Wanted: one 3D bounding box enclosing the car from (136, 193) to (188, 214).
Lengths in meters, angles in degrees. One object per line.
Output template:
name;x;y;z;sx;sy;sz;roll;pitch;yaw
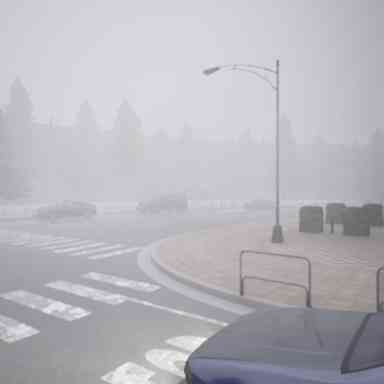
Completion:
car;-2.909;1.123;33.733;5.566;2.045;2.150;0;0;-43

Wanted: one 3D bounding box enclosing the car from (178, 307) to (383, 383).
car;2.458;1.549;2.221;5.357;1.411;2.033;0;0;36

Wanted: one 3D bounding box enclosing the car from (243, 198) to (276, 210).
car;8.383;1.477;40.819;4.181;1.385;1.994;0;0;-20

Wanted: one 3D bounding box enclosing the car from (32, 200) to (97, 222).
car;-9.693;1.394;25.653;2.128;1.511;4.902;0;0;38

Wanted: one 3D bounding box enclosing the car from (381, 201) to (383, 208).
car;27.064;1.291;42.910;4.553;1.767;2.097;0;0;9
